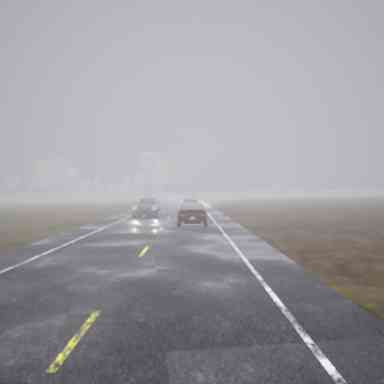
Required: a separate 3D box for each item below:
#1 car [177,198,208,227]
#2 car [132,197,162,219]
[{"bbox_3d":[0.009,1.403,22.386,1.882,1.535,5.008,0,0,0],"label":"car"},{"bbox_3d":[-3.740,1.260,28.100,2.097,1.767,4.553,0,0,-1],"label":"car"}]
